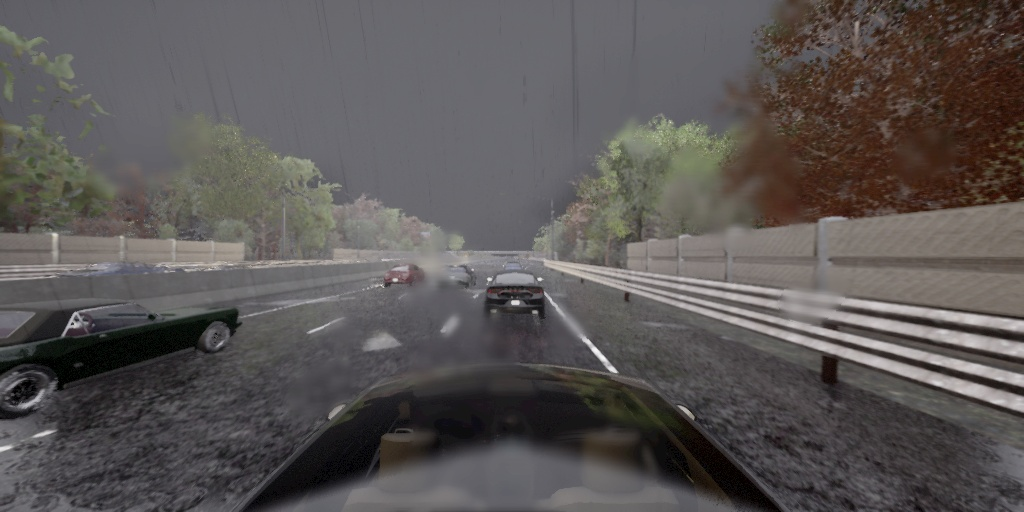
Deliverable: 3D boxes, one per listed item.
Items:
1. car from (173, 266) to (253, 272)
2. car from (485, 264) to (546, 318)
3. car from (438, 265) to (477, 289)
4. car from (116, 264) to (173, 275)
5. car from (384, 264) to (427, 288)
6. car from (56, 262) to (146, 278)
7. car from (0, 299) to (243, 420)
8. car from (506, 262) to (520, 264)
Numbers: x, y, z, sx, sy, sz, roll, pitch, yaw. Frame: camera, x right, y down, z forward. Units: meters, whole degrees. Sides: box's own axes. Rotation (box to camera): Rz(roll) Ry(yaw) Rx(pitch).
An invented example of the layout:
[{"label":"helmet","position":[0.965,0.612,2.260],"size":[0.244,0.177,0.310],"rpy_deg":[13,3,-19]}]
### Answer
[{"label":"car","position":[-17.498,1.337,22.405],"size":[2.033,1.411,5.357],"rpy_deg":[0,0,0]},{"label":"car","position":[0.101,1.212,12.915],"size":[1.882,1.535,5.008],"rpy_deg":[0,0,0]},{"label":"car","position":[-3.395,1.286,22.859],"size":[1.994,1.385,4.181],"rpy_deg":[0,0,0]},{"label":"car","position":[-20.998,1.338,22.375],"size":[1.895,1.301,4.718],"rpy_deg":[0,0,0]},{"label":"car","position":[-6.893,1.247,23.464],"size":[1.812,1.442,4.674],"rpy_deg":[0,0,0]},{"label":"car","position":[-24.499,1.070,22.404],"size":[2.033,1.411,5.357],"rpy_deg":[0,0,0]},{"label":"car","position":[-6.896,1.345,5.785],"size":[1.895,1.301,4.718],"rpy_deg":[0,0,0]},{"label":"car","position":[0.102,1.258,33.563],"size":[2.033,1.411,5.357],"rpy_deg":[0,0,0]}]
